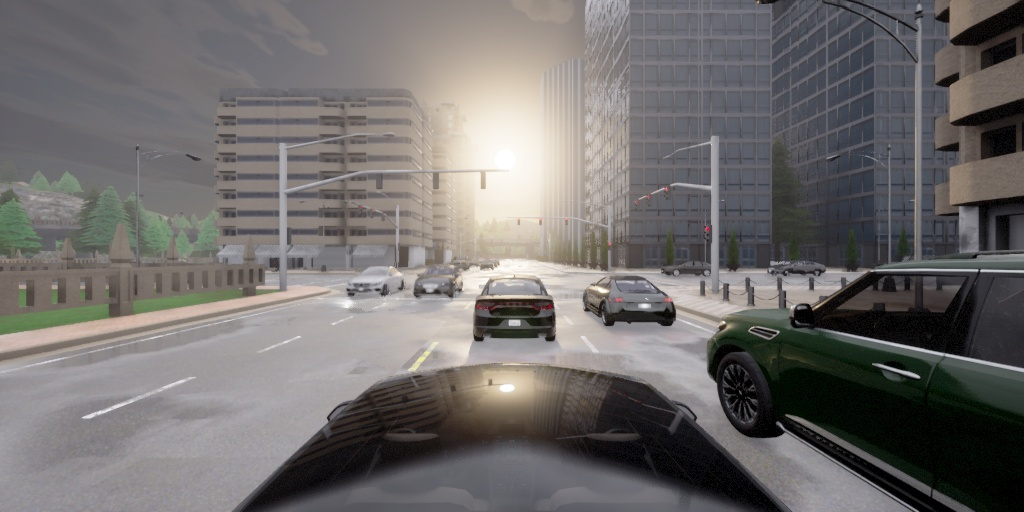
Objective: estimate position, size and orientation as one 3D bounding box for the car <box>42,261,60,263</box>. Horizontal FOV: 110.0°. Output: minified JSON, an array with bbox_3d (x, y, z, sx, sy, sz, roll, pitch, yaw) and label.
[{"bbox_3d":[-42.057,1.220,32.873,4.674,1.442,1.812,0,0,29],"label":"car"}]

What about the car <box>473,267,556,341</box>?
[{"bbox_3d":[0.066,1.228,9.864,1.882,1.535,5.008,0,0,0],"label":"car"}]

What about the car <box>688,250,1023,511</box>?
[{"bbox_3d":[3.601,0.971,2.288,2.150,2.045,5.566,0,0,0],"label":"car"}]

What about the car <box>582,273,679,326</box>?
[{"bbox_3d":[3.575,1.314,11.643,1.994,1.385,4.181,0,0,0],"label":"car"}]

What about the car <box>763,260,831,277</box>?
[{"bbox_3d":[27.380,1.186,34.589,4.902,1.511,2.128,0,0,0],"label":"car"}]

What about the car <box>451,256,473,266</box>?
[{"bbox_3d":[-7.114,0.972,49.599,2.150,2.045,5.566,0,0,0],"label":"car"}]

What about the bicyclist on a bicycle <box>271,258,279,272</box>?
[{"bbox_3d":[-26.094,0.995,39.820,0.582,1.620,1.656,0,0,7],"label":"bicyclist on a bicycle"}]

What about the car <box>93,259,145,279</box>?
[{"bbox_3d":[-32.685,1.220,29.191,4.674,1.442,1.812,0,0,15],"label":"car"}]

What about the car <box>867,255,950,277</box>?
[{"bbox_3d":[38.083,0.913,34.530,5.566,2.045,2.150,0,0,0],"label":"car"}]

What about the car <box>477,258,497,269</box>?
[{"bbox_3d":[-3.612,1.254,52.969,1.837,1.490,4.892,0,0,0],"label":"car"}]

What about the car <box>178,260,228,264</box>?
[{"bbox_3d":[-22.886,1.220,27.895,4.674,1.442,1.812,0,0,4],"label":"car"}]

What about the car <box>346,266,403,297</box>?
[{"bbox_3d":[-7.096,1.271,19.154,1.812,1.442,4.674,0,0,0],"label":"car"}]

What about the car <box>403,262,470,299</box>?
[{"bbox_3d":[-3.607,1.238,18.219,2.128,1.511,4.902,0,0,0],"label":"car"}]

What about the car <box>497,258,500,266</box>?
[{"bbox_3d":[-3.585,1.240,63.401,2.128,1.511,4.902,0,0,0],"label":"car"}]

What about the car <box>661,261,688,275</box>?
[{"bbox_3d":[16.965,1.199,34.648,4.892,1.490,1.837,0,0,0],"label":"car"}]
